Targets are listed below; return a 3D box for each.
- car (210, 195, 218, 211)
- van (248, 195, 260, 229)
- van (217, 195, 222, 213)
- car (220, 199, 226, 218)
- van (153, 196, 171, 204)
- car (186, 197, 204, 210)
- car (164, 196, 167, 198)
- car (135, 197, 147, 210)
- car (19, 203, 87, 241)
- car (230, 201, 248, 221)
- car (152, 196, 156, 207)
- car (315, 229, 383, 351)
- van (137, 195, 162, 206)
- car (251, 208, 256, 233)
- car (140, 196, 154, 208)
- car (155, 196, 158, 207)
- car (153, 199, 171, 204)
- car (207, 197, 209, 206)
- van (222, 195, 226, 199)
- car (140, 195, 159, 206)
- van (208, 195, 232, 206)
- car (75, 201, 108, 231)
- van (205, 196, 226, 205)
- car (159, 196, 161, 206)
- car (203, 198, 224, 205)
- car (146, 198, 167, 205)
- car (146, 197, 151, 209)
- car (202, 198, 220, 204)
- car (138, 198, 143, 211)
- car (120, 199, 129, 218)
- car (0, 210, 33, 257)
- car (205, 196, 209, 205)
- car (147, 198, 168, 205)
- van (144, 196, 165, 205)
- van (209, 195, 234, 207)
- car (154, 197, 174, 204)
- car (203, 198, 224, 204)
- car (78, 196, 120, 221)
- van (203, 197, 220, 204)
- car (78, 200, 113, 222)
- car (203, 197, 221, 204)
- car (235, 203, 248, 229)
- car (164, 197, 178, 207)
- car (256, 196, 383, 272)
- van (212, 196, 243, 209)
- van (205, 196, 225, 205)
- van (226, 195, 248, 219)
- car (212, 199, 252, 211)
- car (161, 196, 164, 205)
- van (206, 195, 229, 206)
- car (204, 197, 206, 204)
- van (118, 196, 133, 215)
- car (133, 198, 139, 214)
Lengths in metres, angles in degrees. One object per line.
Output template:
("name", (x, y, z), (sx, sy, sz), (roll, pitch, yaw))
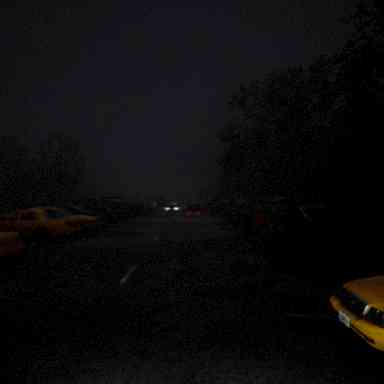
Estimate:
("car", (5.080, 1.371, 35.243), (5.566, 2.045, 2.435), (0, -1, 0))
("van", (5.186, 1.263, 15.984), (4.442, 1.987, 1.878), (0, 0, 0))
("van", (4.985, 1.372, 32.474), (4.442, 1.987, 1.878), (0, 0, 0))
("car", (5.096, 1.548, 26.932), (5.008, 1.535, 2.097), (0, -1, 0))
("van", (-7.756, 2.135, 85.303), (4.442, 1.987, 1.878), (0, -1, 0))
("car", (0.188, 1.726, 45.737), (2.128, 1.511, 4.902), (0, 0, 0))
("car", (-7.883, 1.639, 65.891), (5.566, 2.045, 2.435), (0, -1, 0))
("car", (-7.996, 1.671, 38.128), (4.792, 1.488, 2.163), (0, -1, 0))
("car", (-8.196, 1.480, 16.051), (5.366, 1.575, 1.946), (0, 0, 0))
("car", (5.109, 1.537, 21.394), (4.792, 1.488, 2.163), (0, 0, 0))
("car", (-7.956, 1.717, 46.457), (4.892, 1.521, 2.231), (0, -1, 0))
("car", (4.862, 1.480, 4.781), (5.366, 1.575, 1.946), (0, 0, 0))
("van", (-8.033, 1.639, 63.115), (4.442, 1.987, 1.878), (0, -1, 0))
("car", (5.035, 1.515, 13.090), (4.792, 1.488, 2.163), (0, 0, 0))
("car", (-7.949, 1.693, 43.680), (4.892, 1.521, 2.231), (0, -1, 0))
("car", (-8.130, 1.738, 49.233), (5.366, 1.575, 1.946), (0, -1, 0))
("car", (-7.865, 2.470, 88.071), (4.674, 1.452, 2.002), (0, -1, 0))
("car", (5.138, 1.811, 51.861), (4.674, 1.452, 2.002), (0, -1, 0))
("van", (5.213, 1.347, 29.703), (4.442, 1.987, 1.878), (0, 0, 0))
("car", (-7.970, 1.640, 52.010), (4.553, 1.767, 2.185), (0, -1, 0))
("van", (5.279, 1.644, 62.945), (4.442, 1.987, 1.878), (0, -1, 0))
("car", (-7.820, 1.486, 18.703), (5.366, 1.575, 1.946), (0, 0, 0))
("van", (5.062, 1.790, 71.238), (4.442, 1.987, 1.878), (0, -1, 0))
("car", (-7.965, 1.665, 54.786), (4.553, 1.767, 2.185), (0, -1, 0))
("car", (5.189, 2.225, 79.539), (4.892, 1.521, 2.231), (0, -1, 0))
("car", (-7.892, 2.123, 74.195), (4.674, 1.452, 2.002), (0, -1, 0))
("car", (-8.146, 1.664, 40.905), (5.366, 1.575, 1.946), (0, -1, 0))
("car", (5.216, 2.571, 93.387), (4.892, 1.521, 2.231), (0, -1, 0))
("car", (-8.001, 1.647, 35.352), (4.792, 1.488, 2.163), (0, -1, 0))
("car", (-7.959, 1.572, 27.023), (4.792, 1.488, 2.163), (0, -1, 0))
("car", (-8.207, 1.476, 10.378), (5.366, 1.575, 1.946), (0, 0, 0))
("car", (5.141, 1.796, 54.633), (5.008, 1.535, 2.097), (0, -1, 0))
("car", (-7.919, 2.182, 76.972), (4.792, 1.488, 2.163), (0, -1, 0))
("van", (-8.017, 1.788, 71.426), (4.442, 1.987, 1.878), (0, -1, 0))
("van", (5.274, 1.621, 60.300), (4.442, 1.987, 1.878), (0, -1, 0))
("car", (-7.885, 2.318, 93.629), (5.566, 2.045, 2.435), (0, -1, 0))
("car", (5.196, 2.293, 82.309), (5.008, 1.535, 2.097), (0, -1, 0))
("car", (-7.963, 1.395, 24.251), (4.553, 1.767, 2.185), (0, 0, 0))
("van", (5.334, 2.275, 90.623), (4.442, 1.987, 1.878), (0, -1, 0))
("car", (-8.005, 1.503, 21.471), (4.892, 1.521, 2.231), (0, 0, 0))
("car", (5.180, 2.306, 87.852), (4.553, 1.767, 2.185), (0, -1, 0))
("car", (5.104, 1.525, 18.754), (4.792, 1.488, 2.163), (0, 0, 0))
("car", (-3.430, 1.944, 58.160), (1.895, 1.301, 4.718), (0, -1, 1))
("car", (5.087, 1.234, 10.320), (5.566, 2.045, 2.435), (0, 0, 0))
("van", (5.252, 1.522, 49.219), (4.442, 1.987, 1.878), (0, -1, 0))
("van", (5.307, 1.929, 76.776), (4.442, 1.987, 1.878), (0, -1, 0))
("van", (4.977, 1.300, 24.148), (4.442, 1.987, 1.878), (0, 0, 0))
("car", (5.119, 1.697, 43.552), (5.008, 1.535, 2.097), (0, -1, 0))
("car", (-7.933, 1.816, 57.561), (5.008, 1.535, 2.097), (0, -1, 0))
("van", (5.052, 1.670, 65.848), (4.442, 1.987, 1.878), (0, -1, 0))
("car", (5.124, 1.570, 57.530), (5.566, 2.045, 2.435), (0, -1, 0))
("van", (-7.866, 1.342, 29.802), (4.442, 1.987, 1.878), (0, -1, 0))
("car", (-8.007, 1.622, 32.576), (4.792, 1.488, 2.163), (0, -1, 0))
